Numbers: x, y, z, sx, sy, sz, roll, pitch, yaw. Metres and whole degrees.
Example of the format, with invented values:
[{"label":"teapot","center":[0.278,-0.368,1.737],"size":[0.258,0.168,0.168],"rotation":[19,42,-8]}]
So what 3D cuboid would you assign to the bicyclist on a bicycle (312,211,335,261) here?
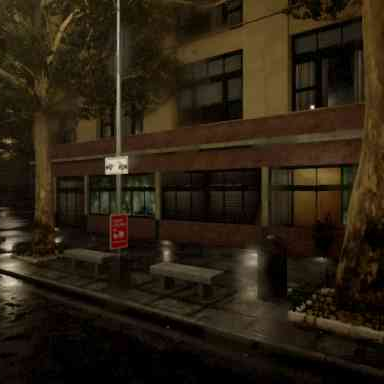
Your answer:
[{"label":"bicyclist on a bicycle","center":[3.951,1.310,9.913],"size":[0.582,1.656,1.620],"rotation":[3,-9,35]}]
